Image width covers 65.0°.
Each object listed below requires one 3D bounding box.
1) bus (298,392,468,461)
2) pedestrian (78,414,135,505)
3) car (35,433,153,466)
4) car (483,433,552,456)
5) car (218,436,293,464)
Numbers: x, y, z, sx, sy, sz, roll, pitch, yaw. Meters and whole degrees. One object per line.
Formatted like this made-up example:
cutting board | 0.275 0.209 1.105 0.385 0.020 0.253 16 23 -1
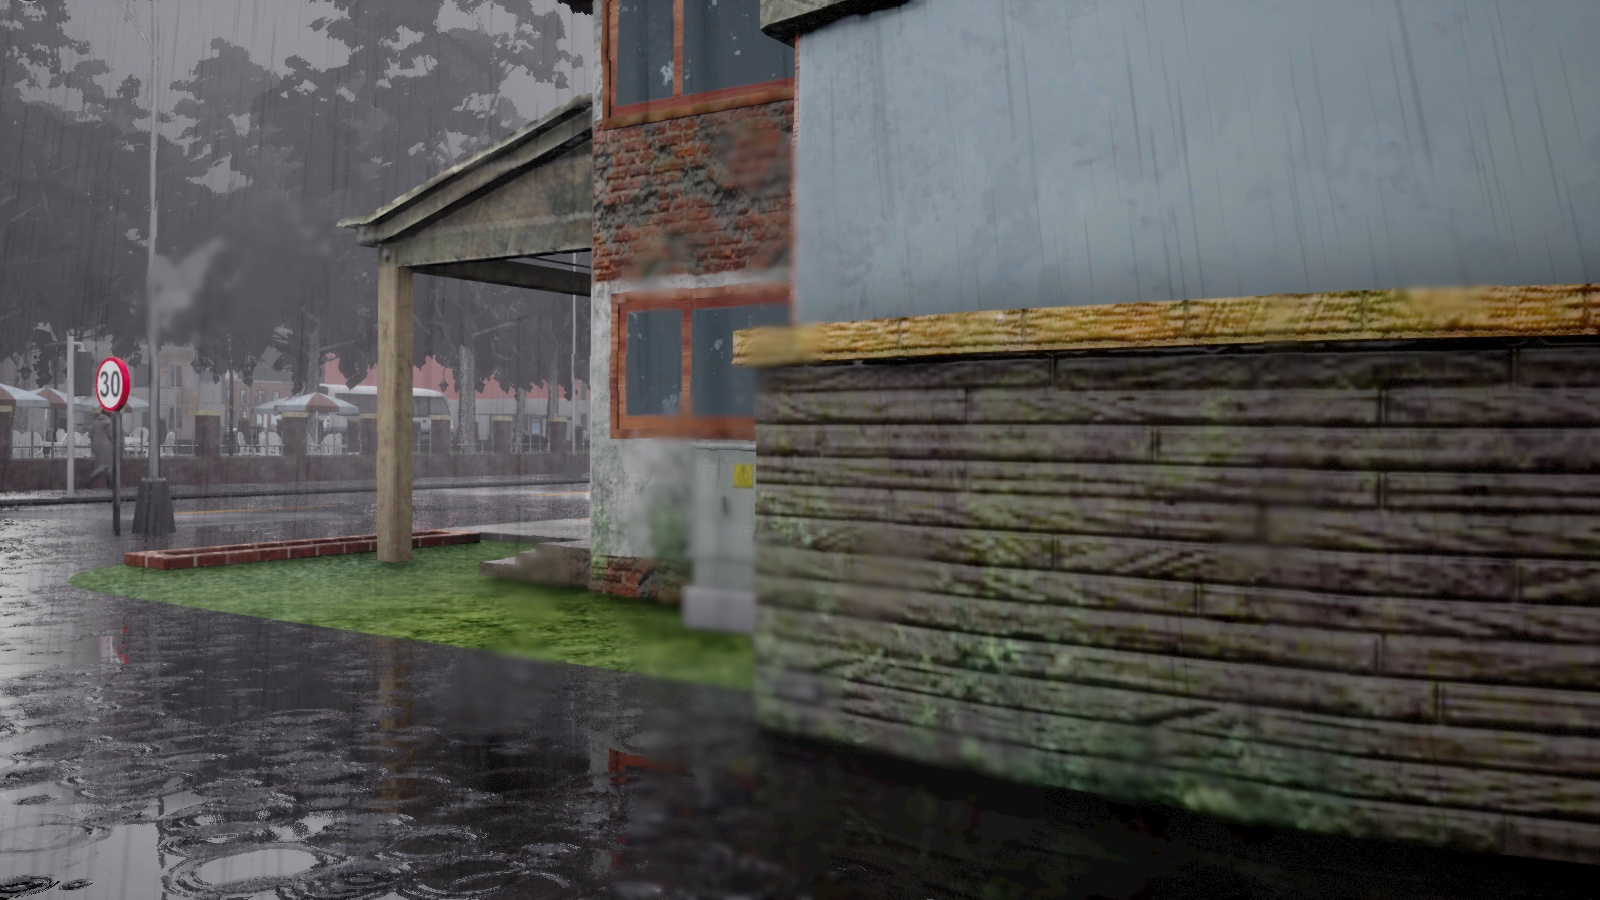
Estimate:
bus | -27.106 -1.524 82.317 3.944 4.253 10.273 0 1 33
pedestrian | -15.276 0.202 27.658 0.659 1.952 0.873 0 1 35
car | -37.408 -0.062 66.681 2.152 1.651 5.027 0 1 33
car | -20.658 -0.409 92.079 2.033 1.649 4.856 0 1 33
car | -32.264 -0.015 74.493 1.789 1.549 3.705 0 1 33
